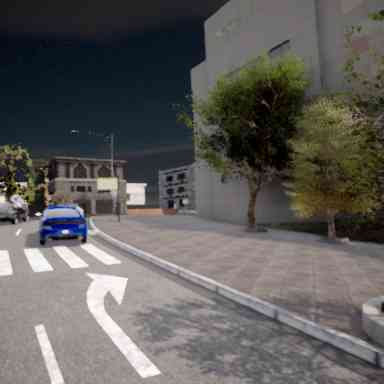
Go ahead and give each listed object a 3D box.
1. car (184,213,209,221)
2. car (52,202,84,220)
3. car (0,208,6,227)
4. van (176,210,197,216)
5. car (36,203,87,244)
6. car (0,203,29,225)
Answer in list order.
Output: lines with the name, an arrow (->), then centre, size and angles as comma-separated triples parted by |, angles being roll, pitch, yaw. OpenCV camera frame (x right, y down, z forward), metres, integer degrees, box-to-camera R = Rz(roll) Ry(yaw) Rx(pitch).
car -> 0.846, 5.035, 66.480 | 2.097, 1.535, 5.008 | 6, -10, -42
car -> -10.414, 1.679, 28.288 | 1.895, 1.301, 4.718 | -1, -5, -12
car -> -7.649, 1.505, 11.244 | 2.033, 1.411, 5.357 | 0, 0, -28
van -> -1.287, 4.596, 64.742 | 1.878, 1.987, 4.442 | 6, -9, -42
car -> -6.161, 1.398, 15.626 | 1.882, 1.535, 5.008 | 0, 1, -26
car -> -12.472, 1.432, 22.366 | 1.994, 1.385, 4.181 | -1, -1, -14
